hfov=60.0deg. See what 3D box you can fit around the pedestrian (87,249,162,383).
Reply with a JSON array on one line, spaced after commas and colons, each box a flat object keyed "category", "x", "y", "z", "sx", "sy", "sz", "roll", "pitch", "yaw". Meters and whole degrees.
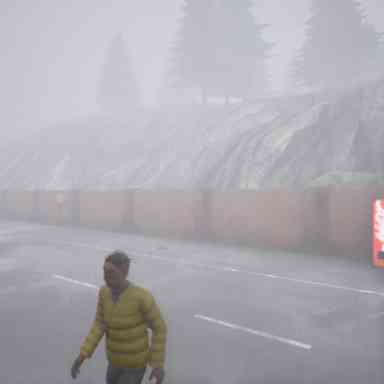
[{"category": "pedestrian", "x": -0.517, "y": 1.294, "z": 2.574, "sx": 0.375, "sy": 1.860, "sz": 0.375, "roll": 0, "pitch": 0, "yaw": 37}]
